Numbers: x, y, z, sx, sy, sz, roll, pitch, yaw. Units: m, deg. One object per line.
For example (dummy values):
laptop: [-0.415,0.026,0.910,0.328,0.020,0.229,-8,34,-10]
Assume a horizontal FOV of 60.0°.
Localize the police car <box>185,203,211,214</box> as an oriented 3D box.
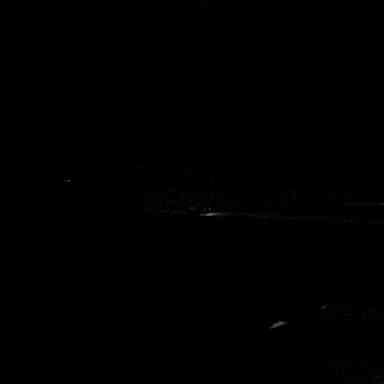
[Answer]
police car: [0.966,2.556,51.655,2.038,1.542,4.974,-2,0,-36]
